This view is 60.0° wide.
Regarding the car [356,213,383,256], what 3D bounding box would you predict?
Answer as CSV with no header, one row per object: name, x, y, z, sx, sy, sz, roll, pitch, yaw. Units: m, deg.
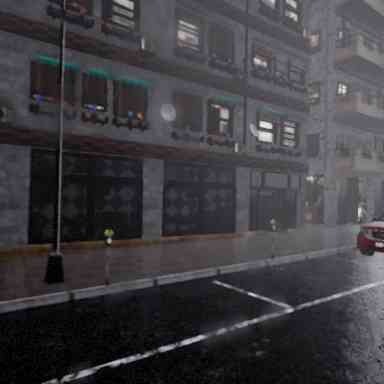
car,8.234,1.445,12.420,5.009,1.841,2.192,1,1,-36
